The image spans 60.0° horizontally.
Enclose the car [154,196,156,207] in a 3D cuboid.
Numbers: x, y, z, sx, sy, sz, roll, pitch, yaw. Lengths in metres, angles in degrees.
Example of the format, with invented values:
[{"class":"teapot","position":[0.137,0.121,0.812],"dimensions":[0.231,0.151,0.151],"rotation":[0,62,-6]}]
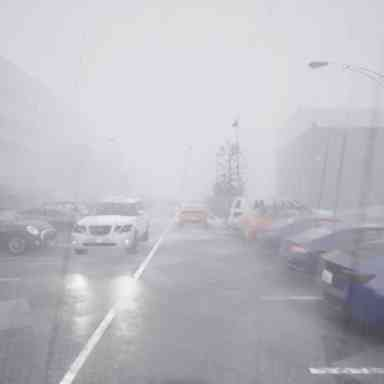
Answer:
[{"class":"car","position":[-7.652,1.628,43.664],"dimensions":[5.008,1.535,2.097],"rotation":[0,0,0]}]

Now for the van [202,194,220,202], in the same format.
[{"class":"van","position":[4.782,1.563,83.146],"dimensions":[4.442,1.987,1.878],"rotation":[0,-1,0]}]

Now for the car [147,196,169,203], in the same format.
[{"class":"car","position":[-7.634,1.761,74.519],"dimensions":[4.792,1.488,2.163],"rotation":[0,0,0]}]

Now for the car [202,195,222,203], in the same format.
[{"class":"car","position":[4.635,1.616,77.579],"dimensions":[4.553,1.767,2.185],"rotation":[0,0,0]}]

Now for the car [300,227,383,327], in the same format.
[{"class":"car","position":[4.709,1.530,5.846],"dimensions":[4.792,1.488,2.163],"rotation":[0,0,0]}]

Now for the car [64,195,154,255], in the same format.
[{"class":"car","position":[-3.101,1.268,13.866],"dimensions":[2.150,2.045,5.566],"rotation":[0,0,0]}]

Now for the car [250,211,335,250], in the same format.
[{"class":"car","position":[4.676,1.560,11.847],"dimensions":[4.674,1.452,2.002],"rotation":[0,0,0]}]

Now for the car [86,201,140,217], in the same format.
[{"class":"car","position":[-7.684,1.620,32.613],"dimensions":[4.792,1.488,2.163],"rotation":[0,0,0]}]

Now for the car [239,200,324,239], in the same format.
[{"class":"car","position":[4.647,1.405,14.786],"dimensions":[4.553,1.767,2.185],"rotation":[0,0,0]}]

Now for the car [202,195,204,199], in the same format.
[{"class":"car","position":[4.698,1.434,60.831],"dimensions":[5.566,2.045,2.435],"rotation":[0,0,0]}]

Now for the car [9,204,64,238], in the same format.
[{"class":"car","position":[-7.622,1.573,18.645],"dimensions":[4.792,1.488,2.163],"rotation":[0,0,0]}]

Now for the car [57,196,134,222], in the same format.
[{"class":"car","position":[-7.682,1.320,27.027],"dimensions":[5.566,2.045,2.435],"rotation":[0,0,0]}]

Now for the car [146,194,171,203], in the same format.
[{"class":"car","position":[-7.636,1.490,77.314],"dimensions":[5.566,2.045,2.435],"rotation":[0,0,0]}]

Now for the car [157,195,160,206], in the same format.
[{"class":"car","position":[-7.665,1.648,49.376],"dimensions":[4.892,1.521,2.231],"rotation":[0,0,0]}]

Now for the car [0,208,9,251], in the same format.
[{"class":"car","position":[-7.622,1.255,7.473],"dimensions":[5.566,2.045,2.435],"rotation":[0,0,0]}]

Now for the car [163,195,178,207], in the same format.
[{"class":"car","position":[-3.073,1.733,54.965],"dimensions":[2.033,1.411,5.357],"rotation":[0,0,1]}]

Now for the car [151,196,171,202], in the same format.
[{"class":"car","position":[-7.695,1.814,82.879],"dimensions":[4.792,1.488,2.163],"rotation":[0,-1,0]}]

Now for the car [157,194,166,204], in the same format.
[{"class":"car","position":[-7.846,1.682,60.551],"dimensions":[5.366,1.575,1.946],"rotation":[0,0,0]}]

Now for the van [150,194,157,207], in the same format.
[{"class":"van","position":[-7.541,1.412,46.584],"dimensions":[4.442,1.987,1.878],"rotation":[0,0,0]}]

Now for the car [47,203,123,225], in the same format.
[{"class":"car","position":[-7.683,1.592,24.234],"dimensions":[4.792,1.488,2.163],"rotation":[0,0,0]}]

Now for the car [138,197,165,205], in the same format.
[{"class":"car","position":[-7.690,1.724,63.344],"dimensions":[4.792,1.488,2.163],"rotation":[0,0,0]}]

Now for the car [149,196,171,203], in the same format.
[{"class":"car","position":[-7.664,1.754,80.047],"dimensions":[5.008,1.535,2.097],"rotation":[0,0,0]}]

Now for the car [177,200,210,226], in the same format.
[{"class":"car","position":[0.096,1.560,24.206],"dimensions":[1.882,1.535,5.008],"rotation":[0,0,0]}]

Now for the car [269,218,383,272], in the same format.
[{"class":"car","position":[4.676,1.550,8.785],"dimensions":[4.674,1.452,2.002],"rotation":[0,0,0]}]

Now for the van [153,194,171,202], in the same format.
[{"class":"van","position":[-7.782,1.611,85.669],"dimensions":[4.442,1.987,1.878],"rotation":[0,-1,0]}]

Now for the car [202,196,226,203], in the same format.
[{"class":"car","position":[4.852,1.729,74.660],"dimensions":[5.366,1.575,1.946],"rotation":[0,0,0]}]

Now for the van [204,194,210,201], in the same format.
[{"class":"van","position":[4.787,1.450,58.040],"dimensions":[4.442,1.987,1.878],"rotation":[0,0,0]}]

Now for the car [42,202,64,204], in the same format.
[{"class":"car","position":[-7.685,1.427,21.441],"dimensions":[4.553,1.767,2.185],"rotation":[0,0,0]}]

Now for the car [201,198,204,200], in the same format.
[{"class":"car","position":[0.092,1.702,40.868],"dimensions":[1.994,1.385,4.181],"rotation":[0,0,0]}]

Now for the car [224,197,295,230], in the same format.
[{"class":"car","position":[4.706,1.288,17.600],"dimensions":[5.566,2.045,2.435],"rotation":[0,0,0]}]

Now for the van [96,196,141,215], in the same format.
[{"class":"van","position":[-7.773,1.374,35.409],"dimensions":[4.442,1.987,1.878],"rotation":[0,0,0]}]
